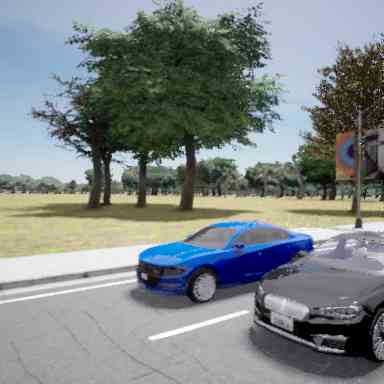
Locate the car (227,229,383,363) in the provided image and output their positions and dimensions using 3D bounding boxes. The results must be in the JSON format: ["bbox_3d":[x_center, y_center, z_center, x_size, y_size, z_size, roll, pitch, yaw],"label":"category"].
[{"bbox_3d":[3.223,1.518,5.983,4.902,1.511,2.128,0,0,-36],"label":"car"}]

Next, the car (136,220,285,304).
[{"bbox_3d":[1.036,1.502,8.417,5.008,1.535,1.882,0,0,-35],"label":"car"}]
